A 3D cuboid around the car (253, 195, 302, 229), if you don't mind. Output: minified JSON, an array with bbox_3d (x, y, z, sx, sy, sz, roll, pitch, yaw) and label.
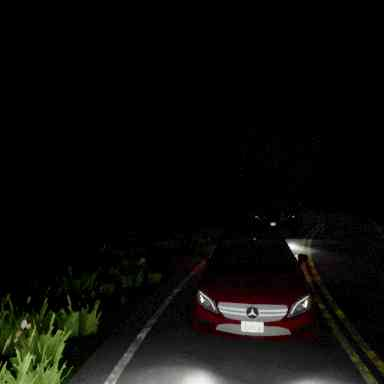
[{"bbox_3d":[4.997,1.215,18.894,2.150,2.045,5.566,-2,-1,22],"label":"car"}]

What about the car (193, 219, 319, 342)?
[{"bbox_3d":[1.227,1.534,6.714,1.812,1.442,4.674,-1,0,11],"label":"car"}]
